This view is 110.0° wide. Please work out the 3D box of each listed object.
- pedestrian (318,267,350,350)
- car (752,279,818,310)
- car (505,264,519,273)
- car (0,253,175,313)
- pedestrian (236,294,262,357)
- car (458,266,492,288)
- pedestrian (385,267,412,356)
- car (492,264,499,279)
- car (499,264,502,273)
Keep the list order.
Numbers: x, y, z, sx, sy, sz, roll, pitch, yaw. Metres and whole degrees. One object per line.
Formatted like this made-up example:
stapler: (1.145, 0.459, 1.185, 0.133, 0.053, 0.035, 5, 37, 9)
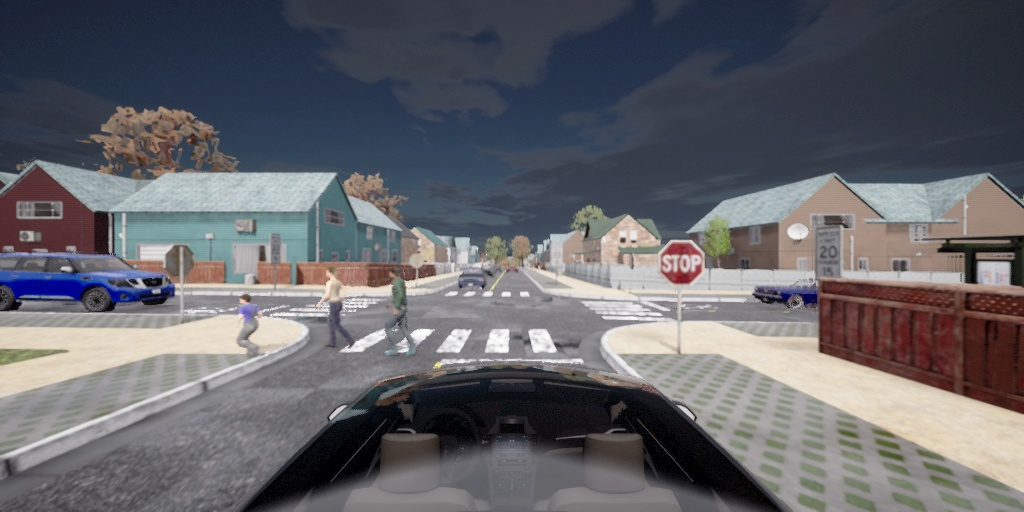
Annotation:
pedestrian: (-3.910, 1.102, 7.884, 0.375, 1.860, 0.375, -1, 0, 0)
car: (13.652, 1.679, 16.179, 4.718, 1.301, 1.895, 1, 0, 0)
car: (0.021, 2.023, 58.083, 1.812, 1.442, 4.674, 0, -1, 0)
car: (-15.869, 0.921, 13.222, 5.566, 2.045, 2.150, 1, 0, 0)
pedestrian: (-4.900, 1.218, 6.686, 0.375, 1.300, 0.375, -1, 0, 0)
car: (-2.811, 1.567, 26.512, 2.033, 1.411, 5.357, 0, -1, -1)
pedestrian: (-2.346, 1.098, 7.284, 0.375, 1.860, 0.375, -1, 0, 0)
car: (-2.832, 1.798, 39.815, 1.895, 1.301, 4.718, 0, -1, 0)
car: (-2.737, 2.070, 61.664, 1.837, 1.490, 4.892, 0, -2, 0)
